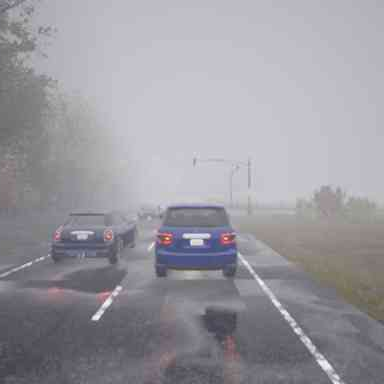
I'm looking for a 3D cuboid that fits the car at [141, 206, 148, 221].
[{"bbox_3d":[-3.392,1.794,28.740,1.895,1.301,4.718,0,0,0],"label":"car"}]

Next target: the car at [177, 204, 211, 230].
[{"bbox_3d":[0.108,1.648,23.233,2.128,1.511,4.902,0,0,0],"label":"car"}]

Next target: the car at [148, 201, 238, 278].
[{"bbox_3d":[0.103,1.295,10.569,2.150,2.045,5.566,0,0,0],"label":"car"}]

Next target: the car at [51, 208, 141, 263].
[{"bbox_3d":[-3.399,1.436,12.435,2.097,1.767,4.553,0,0,0],"label":"car"}]
